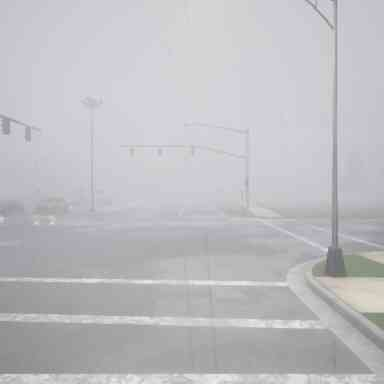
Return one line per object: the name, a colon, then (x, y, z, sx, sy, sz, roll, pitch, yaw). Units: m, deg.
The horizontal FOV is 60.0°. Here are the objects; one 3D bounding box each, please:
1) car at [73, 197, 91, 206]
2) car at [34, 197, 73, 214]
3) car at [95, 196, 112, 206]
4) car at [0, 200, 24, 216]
car: (-17.870, 1.547, 53.388, 2.033, 1.411, 5.357, 0, 0, 1)
car: (-14.664, 1.352, 34.842, 2.097, 1.767, 4.553, 0, 0, 1)
car: (-14.352, 1.504, 54.274, 1.837, 1.490, 4.892, 0, 0, 1)
car: (-18.198, 1.525, 32.532, 1.812, 1.442, 4.674, 0, 0, 1)
